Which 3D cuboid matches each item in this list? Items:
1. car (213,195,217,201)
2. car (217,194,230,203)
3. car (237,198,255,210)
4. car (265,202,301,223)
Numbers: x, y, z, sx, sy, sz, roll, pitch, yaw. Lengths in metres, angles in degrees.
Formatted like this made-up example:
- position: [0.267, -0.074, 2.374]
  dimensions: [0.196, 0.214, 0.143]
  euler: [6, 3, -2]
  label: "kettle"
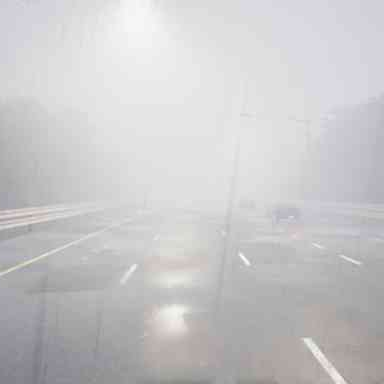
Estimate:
- position: [7.464, 1.643, 89.460]
  dimensions: [1.812, 1.442, 4.674]
  euler: [0, 0, 1]
  label: "car"
- position: [7.325, 1.624, 74.427]
  dimensions: [1.812, 1.442, 4.674]
  euler: [0, 0, 0]
  label: "car"
- position: [7.120, 1.546, 44.028]
  dimensions: [1.882, 1.535, 5.008]
  euler: [0, 0, 0]
  label: "car"
- position: [7.045, 1.529, 26.029]
  dimensions: [1.837, 1.490, 4.892]
  euler: [0, 0, 0]
  label: "car"
